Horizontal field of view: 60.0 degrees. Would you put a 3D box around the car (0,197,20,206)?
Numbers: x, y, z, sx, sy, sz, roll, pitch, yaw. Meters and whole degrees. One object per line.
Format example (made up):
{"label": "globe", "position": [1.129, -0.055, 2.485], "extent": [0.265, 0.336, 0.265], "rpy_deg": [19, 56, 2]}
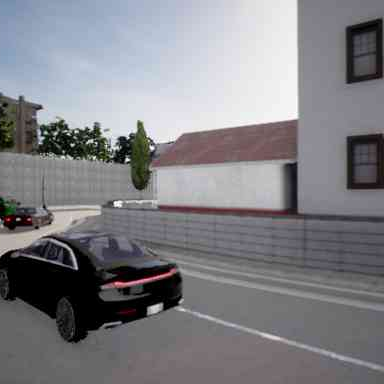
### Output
{"label": "car", "position": [-15.371, 1.424, 26.861], "extent": [2.150, 2.045, 5.566], "rpy_deg": [0, 0, -16]}

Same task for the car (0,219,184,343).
{"label": "car", "position": [-2.288, 1.539, 6.646], "extent": [4.902, 1.511, 2.128], "rpy_deg": [0, 0, 44]}

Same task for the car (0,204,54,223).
{"label": "car", "position": [-10.839, 1.711, 22.459], "extent": [2.033, 1.411, 5.357], "rpy_deg": [0, 0, -10]}
